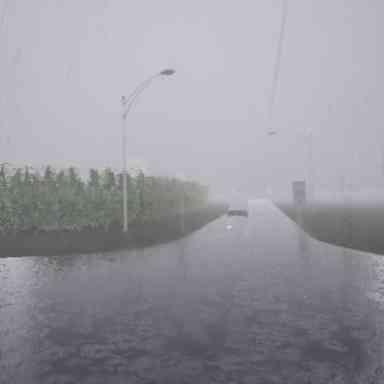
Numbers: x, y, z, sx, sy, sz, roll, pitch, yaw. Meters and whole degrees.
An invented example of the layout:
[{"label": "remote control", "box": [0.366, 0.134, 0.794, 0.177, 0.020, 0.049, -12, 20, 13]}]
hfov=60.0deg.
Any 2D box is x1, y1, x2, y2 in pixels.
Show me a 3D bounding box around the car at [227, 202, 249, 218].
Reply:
[{"label": "car", "box": [4.580, 1.699, 32.716, 1.882, 1.535, 5.008, -2, 0, 12]}]
